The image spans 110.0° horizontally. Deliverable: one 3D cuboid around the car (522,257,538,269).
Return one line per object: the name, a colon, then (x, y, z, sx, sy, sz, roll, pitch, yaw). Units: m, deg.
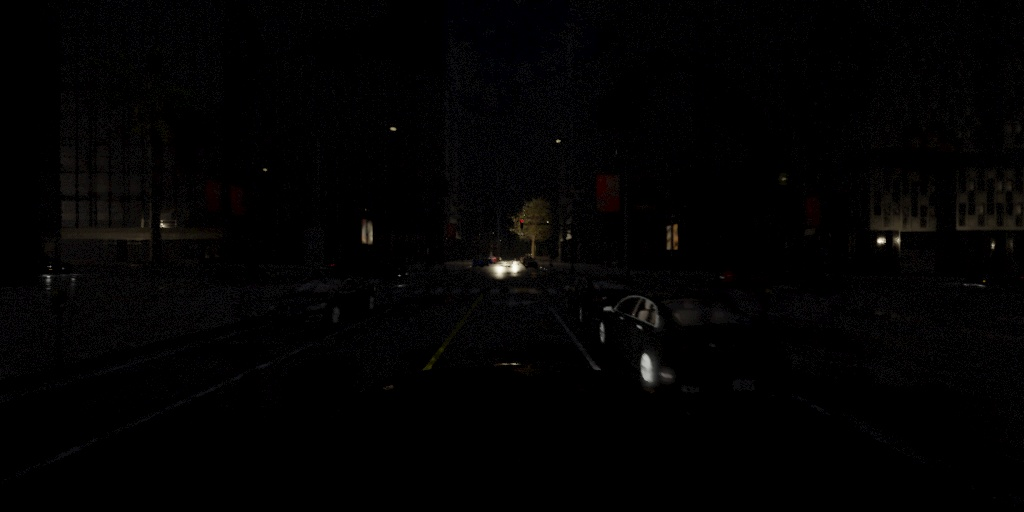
car: (2.941, 1.258, 53.620, 2.007, 1.370, 4.403, 0, 0, 1)

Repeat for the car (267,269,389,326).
car: (-5.765, 1.291, 11.439, 2.007, 1.370, 4.403, 0, 0, 0)

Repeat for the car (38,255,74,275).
car: (-36.333, 0.649, 27.114, 4.892, 1.490, 1.837, 1, 0, 0)

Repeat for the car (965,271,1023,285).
car: (49.259, 2.252, 36.609, 4.181, 1.385, 1.994, 1, 0, 0)

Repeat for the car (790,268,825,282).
car: (29.198, 1.895, 36.761, 4.718, 1.301, 1.895, 1, 0, 0)

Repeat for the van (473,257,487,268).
van: (-5.534, 1.045, 59.206, 1.690, 1.789, 3.998, 0, 0, 1)

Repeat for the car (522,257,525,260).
car: (2.992, 1.229, 59.302, 1.751, 1.417, 4.829, 0, 0, 1)

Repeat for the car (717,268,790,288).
car: (17.829, 1.635, 26.953, 4.181, 1.385, 1.994, 1, 0, 0)

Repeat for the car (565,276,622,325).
car: (2.760, 1.291, 11.437, 2.007, 1.370, 4.403, 0, 0, 0)

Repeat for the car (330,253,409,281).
car: (-10.694, 0.882, 27.039, 5.566, 2.045, 2.150, 3, 0, 0)

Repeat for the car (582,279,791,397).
car: (2.761, 1.296, 6.445, 2.007, 1.370, 4.403, 0, 0, 0)
